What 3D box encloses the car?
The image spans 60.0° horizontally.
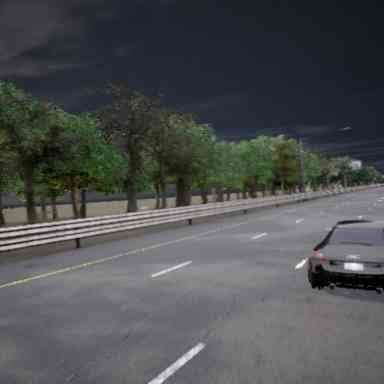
[{"bbox_3d":[4.211,1.360,8.148,1.994,1.385,4.181,-4,-1,33],"label":"car"}]
